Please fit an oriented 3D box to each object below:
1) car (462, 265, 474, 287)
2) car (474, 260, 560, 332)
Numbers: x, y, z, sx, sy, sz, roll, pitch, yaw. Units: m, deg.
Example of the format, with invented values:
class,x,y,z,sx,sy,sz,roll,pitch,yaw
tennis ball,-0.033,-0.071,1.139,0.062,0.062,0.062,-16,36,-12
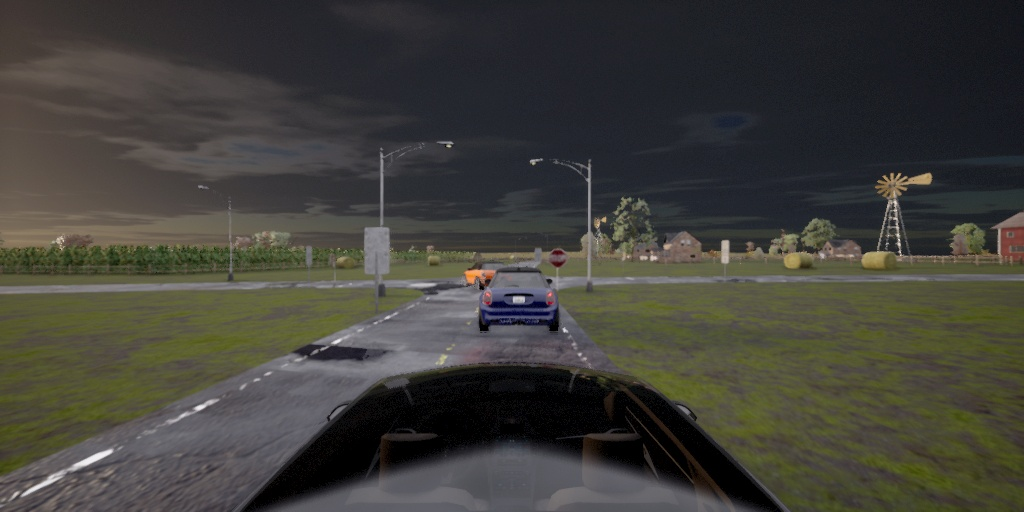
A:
class,x,y,z,sx,sy,sz,roll,pitch,yaw
car,-1.683,1.125,22.712,2.097,1.767,4.553,-1,0,-22
car,0.196,1.110,11.043,2.097,1.767,4.553,0,0,1
